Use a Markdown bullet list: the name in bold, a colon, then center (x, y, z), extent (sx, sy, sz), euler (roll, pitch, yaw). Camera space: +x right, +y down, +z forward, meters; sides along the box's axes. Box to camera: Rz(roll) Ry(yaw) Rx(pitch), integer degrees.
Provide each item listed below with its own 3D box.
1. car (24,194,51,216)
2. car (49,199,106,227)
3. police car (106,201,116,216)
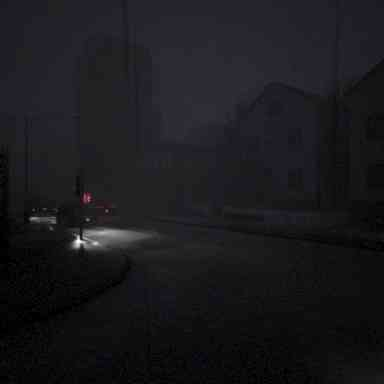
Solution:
- **car**: center (-15.194, 1.224, 33.006), extent (2.150, 2.045, 5.566), euler (0, 0, -35)
- **car**: center (-8.053, 1.492, 23.101), extent (2.128, 1.511, 4.902), euler (0, 0, -36)
- **police car**: center (-8.942, 1.509, 31.319), extent (2.038, 1.542, 4.974), euler (0, 0, -36)
